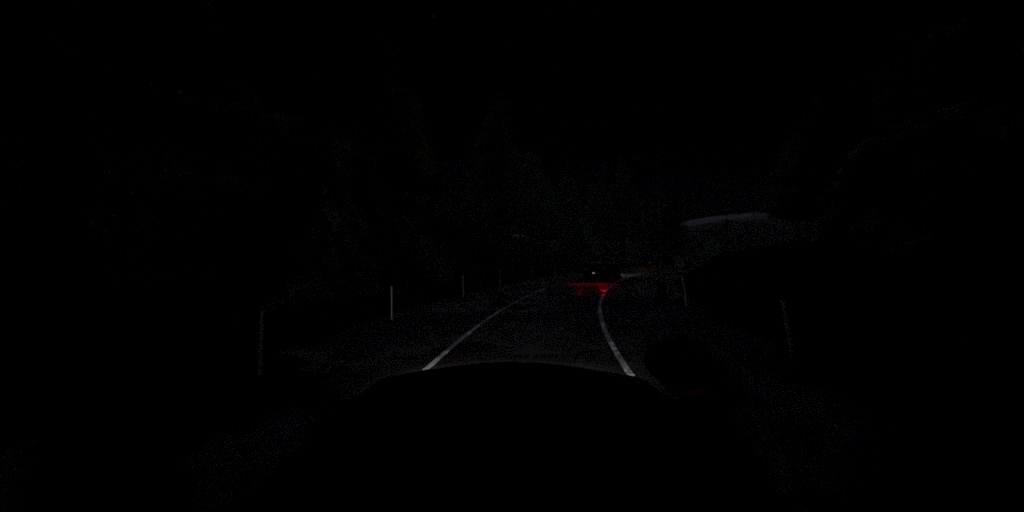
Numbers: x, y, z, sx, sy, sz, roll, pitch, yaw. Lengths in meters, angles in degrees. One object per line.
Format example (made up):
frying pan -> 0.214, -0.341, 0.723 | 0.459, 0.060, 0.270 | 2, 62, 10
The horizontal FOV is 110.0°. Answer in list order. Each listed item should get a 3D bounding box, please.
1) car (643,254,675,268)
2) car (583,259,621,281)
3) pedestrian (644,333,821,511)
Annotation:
car -> 15.974, 0.467, 38.845 | 1.882, 1.535, 5.008 | -4, -2, 44
car -> 6.592, 0.922, 26.081 | 1.882, 1.535, 5.008 | -2, 0, 27
pedestrian -> 1.053, 1.118, 1.391 | 0.375, 1.860, 0.375 | -22, -3, 0
